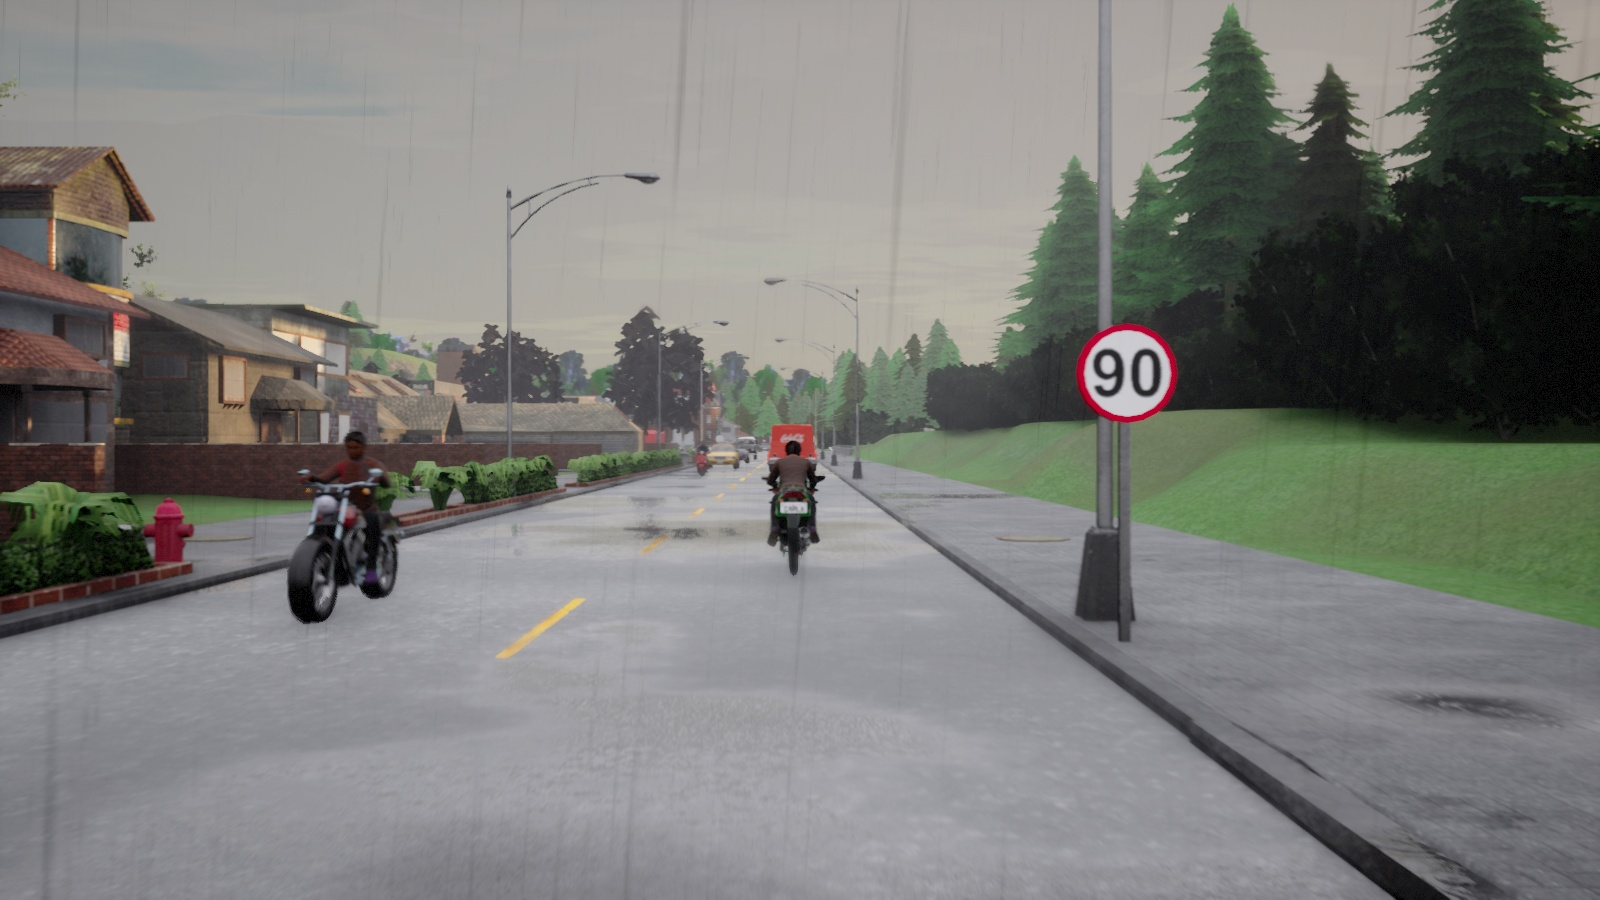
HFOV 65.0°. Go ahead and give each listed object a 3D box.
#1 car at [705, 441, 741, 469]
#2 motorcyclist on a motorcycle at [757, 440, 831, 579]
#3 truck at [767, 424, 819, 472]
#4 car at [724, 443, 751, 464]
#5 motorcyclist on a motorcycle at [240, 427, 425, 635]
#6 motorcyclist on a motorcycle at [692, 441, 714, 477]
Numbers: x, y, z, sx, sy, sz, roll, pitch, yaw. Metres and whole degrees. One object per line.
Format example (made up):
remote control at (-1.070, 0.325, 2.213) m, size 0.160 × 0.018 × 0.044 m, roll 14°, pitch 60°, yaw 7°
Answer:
car at (-4.396, 0.275, 72.310) m, size 1.801 × 1.575 × 5.366 m, roll 0°, pitch 0°, yaw 0°
motorcyclist on a motorcycle at (-0.072, 0.645, 14.735) m, size 0.797 × 1.523 × 2.044 m, roll 0°, pitch 0°, yaw 0°
truck at (-0.362, -0.114, 66.586) m, size 2.627 × 2.467 × 5.204 m, roll 0°, pitch 0°, yaw 0°
car at (-4.517, 0.244, 91.068) m, size 1.816 × 1.474 × 4.193 m, roll 0°, pitch 0°, yaw 0°
motorcyclist on a motorcycle at (-4.051, 0.631, 11.112) m, size 0.766 × 1.649 × 2.350 m, roll 0°, pitch 0°, yaw 0°
motorcyclist on a motorcycle at (-4.302, 0.383, 55.774) m, size 0.866 × 1.590 × 1.817 m, roll 0°, pitch 0°, yaw 0°
